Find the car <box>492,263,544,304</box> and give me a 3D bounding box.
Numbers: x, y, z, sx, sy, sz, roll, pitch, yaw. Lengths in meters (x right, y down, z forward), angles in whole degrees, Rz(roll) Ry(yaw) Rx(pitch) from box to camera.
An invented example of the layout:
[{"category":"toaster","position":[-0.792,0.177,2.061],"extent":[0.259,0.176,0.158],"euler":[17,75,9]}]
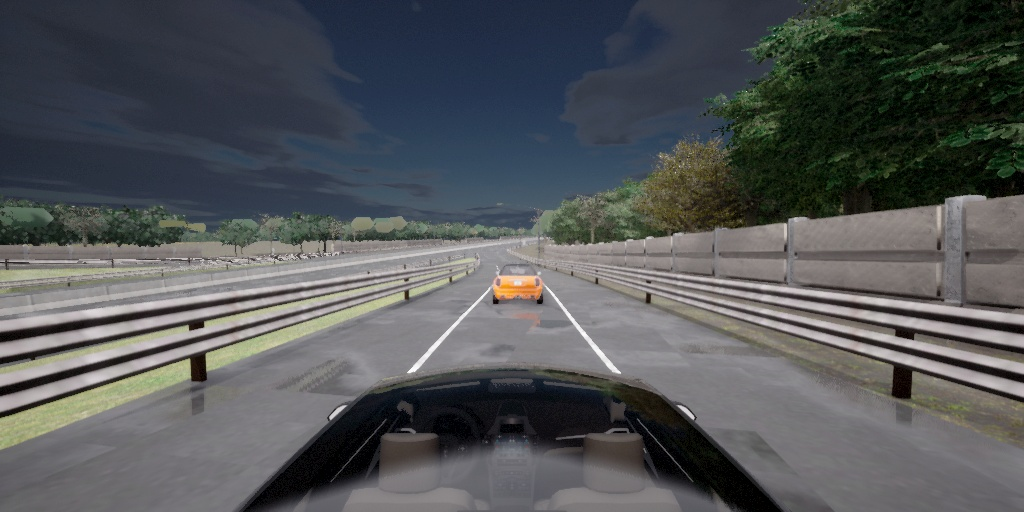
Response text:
[{"category":"car","position":[0.294,1.102,16.377],"extent":[2.097,1.767,4.553],"euler":[0,0,2]}]
